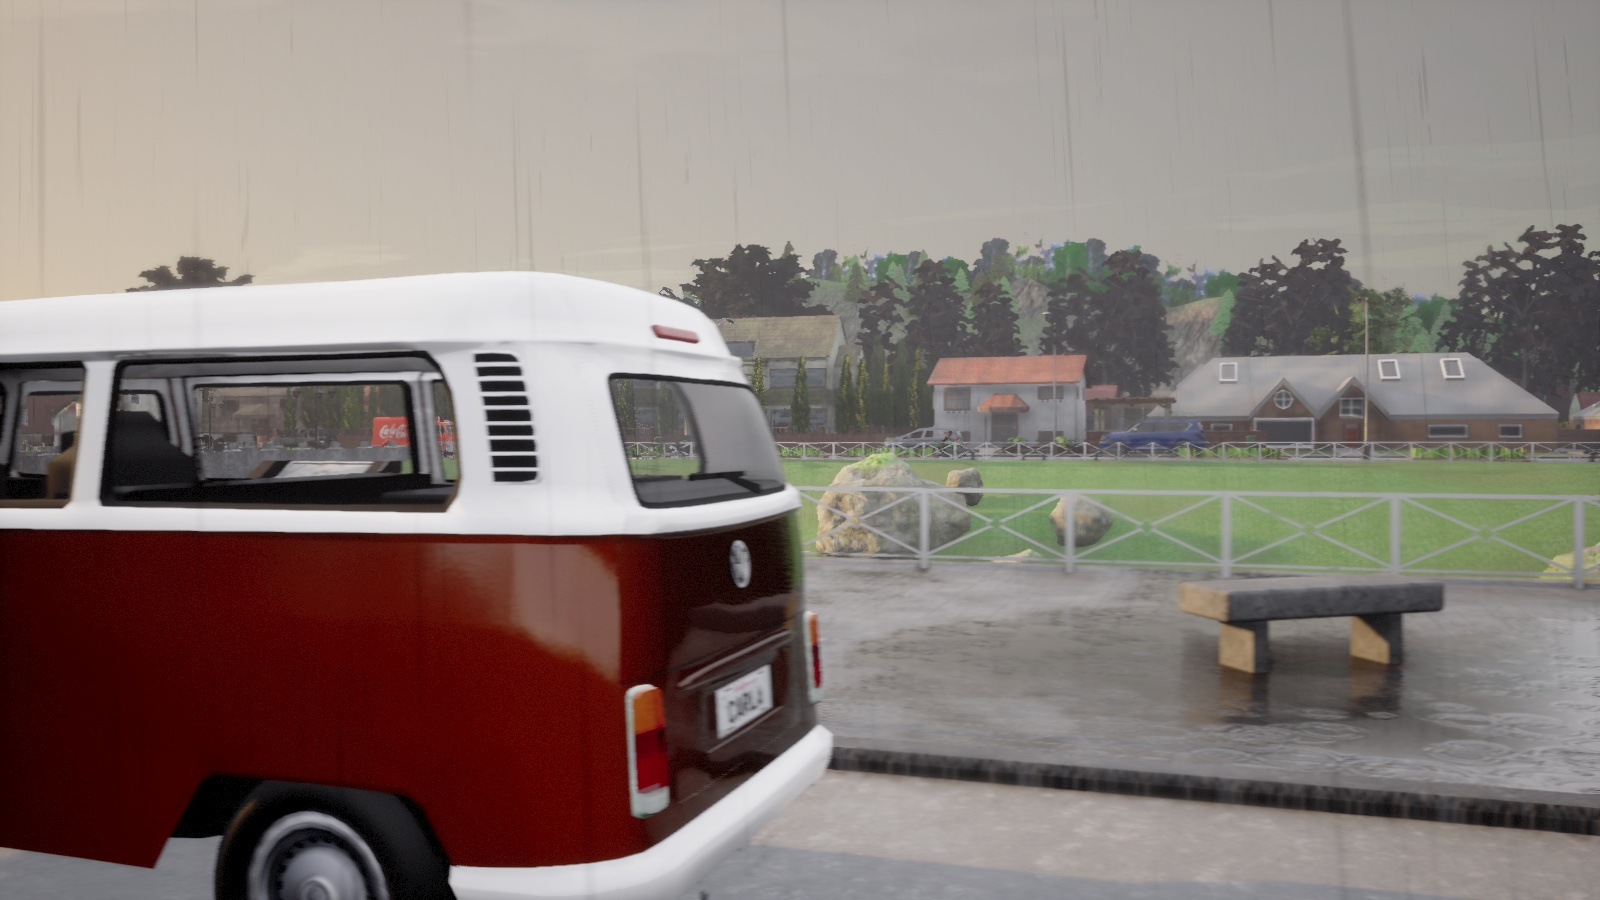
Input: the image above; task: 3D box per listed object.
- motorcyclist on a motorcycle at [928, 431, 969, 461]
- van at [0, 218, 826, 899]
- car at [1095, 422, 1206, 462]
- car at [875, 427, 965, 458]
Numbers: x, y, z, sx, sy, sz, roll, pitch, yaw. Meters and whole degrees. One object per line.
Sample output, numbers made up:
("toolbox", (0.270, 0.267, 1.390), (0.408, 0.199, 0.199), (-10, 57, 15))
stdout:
("motorcyclist on a motorcycle", (7.816, -0.221, 66.144), (2.044, 1.523, 0.797), (1, 1, 19))
("van", (-2.360, 0.469, 4.508), (4.480, 2.038, 2.069), (1, 1, 19))
("car", (18.607, -0.453, 66.730), (5.566, 2.045, 2.150), (1, 1, 19))
("car", (6.766, -0.436, 70.717), (4.611, 1.667, 2.242), (1, 1, 19))
